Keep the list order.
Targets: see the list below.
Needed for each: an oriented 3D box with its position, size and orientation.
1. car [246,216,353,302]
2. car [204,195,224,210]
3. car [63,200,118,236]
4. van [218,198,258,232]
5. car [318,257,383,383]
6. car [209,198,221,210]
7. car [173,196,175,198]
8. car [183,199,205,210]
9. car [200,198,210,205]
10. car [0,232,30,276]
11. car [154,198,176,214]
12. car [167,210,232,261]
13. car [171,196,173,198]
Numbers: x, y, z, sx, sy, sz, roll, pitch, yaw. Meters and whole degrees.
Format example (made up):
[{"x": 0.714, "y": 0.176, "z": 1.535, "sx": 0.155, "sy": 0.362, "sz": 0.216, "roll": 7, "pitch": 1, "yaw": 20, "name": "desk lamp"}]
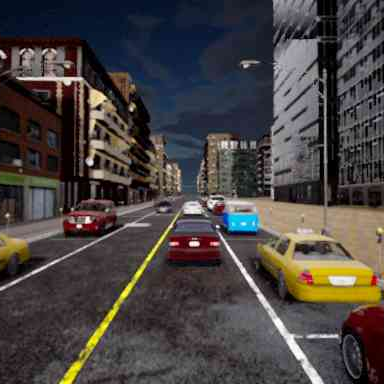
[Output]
[{"x": 2.700, "y": 1.569, "z": 8.282, "sx": 1.752, "sy": 1.417, "sz": 4.829, "roll": 1, "pitch": 0, "yaw": 0, "name": "car"}, {"x": 3.099, "y": 1.450, "z": 42.342, "sx": 2.150, "sy": 2.045, "sz": 5.566, "roll": 0, "pitch": 0, "yaw": 0, "name": "car"}, {"x": -5.679, "y": 1.415, "z": 19.253, "sx": 2.192, "sy": 1.841, "sz": 5.009, "roll": 1, "pitch": 0, "yaw": 0, "name": "car"}, {"x": 2.701, "y": 1.441, "z": 19.254, "sx": 1.690, "sy": 1.788, "sz": 3.998, "roll": 1, "pitch": 0, "yaw": 0, "name": "van"}, {"x": 2.700, "y": 1.596, "z": 2.542, "sx": 1.802, "sy": 1.307, "sz": 4.206, "roll": 1, "pitch": 0, "yaw": 0, "name": "car"}, {"x": 3.143, "y": 1.710, "z": 35.310, "sx": 1.812, "sy": 1.442, "sz": 4.674, "roll": 0, "pitch": 0, "yaw": 0, "name": "car"}, {"x": -5.693, "y": 2.041, "z": 86.088, "sx": 1.802, "sy": 1.307, "sz": 4.206, "roll": 1, "pitch": 0, "yaw": 0, "name": "car"}, {"x": 0.089, "y": 1.703, "z": 33.880, "sx": 1.812, "sy": 1.442, "sz": 4.674, "roll": 0, "pitch": 0, "yaw": 0, "name": "car"}, {"x": 2.690, "y": 1.918, "z": 69.379, "sx": 2.008, "sy": 1.369, "sz": 4.403, "roll": 1, "pitch": 0, "yaw": 0, "name": "car"}, {"x": -5.680, "y": 1.567, "z": 7.943, "sx": 1.752, "sy": 1.417, "sz": 4.829, "roll": 1, "pitch": 0, "yaw": 0, "name": "car"}, {"x": -3.103, "y": 1.726, "z": 38.220, "sx": 1.812, "sy": 1.442, "sz": 4.674, "roll": 0, "pitch": 0, "yaw": 0, "name": "car"}, {"x": 0.081, "y": 1.612, "z": 12.444, "sx": 2.033, "sy": 1.411, "sz": 5.357, "roll": 0, "pitch": 0, "yaw": 0, "name": "car"}, {"x": -5.689, "y": 1.807, "z": 69.379, "sx": 1.967, "sy": 1.590, "sz": 4.097, "roll": 1, "pitch": 0, "yaw": 0, "name": "car"}]
